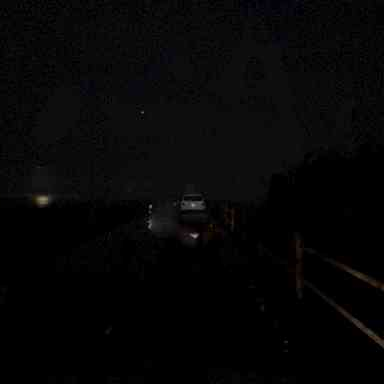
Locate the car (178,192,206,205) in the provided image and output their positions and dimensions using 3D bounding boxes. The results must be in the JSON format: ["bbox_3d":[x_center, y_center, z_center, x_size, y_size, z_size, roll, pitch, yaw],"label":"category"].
[{"bbox_3d":[0.110,1.193,31.328,2.150,2.045,5.566,0,0,0],"label":"car"}]

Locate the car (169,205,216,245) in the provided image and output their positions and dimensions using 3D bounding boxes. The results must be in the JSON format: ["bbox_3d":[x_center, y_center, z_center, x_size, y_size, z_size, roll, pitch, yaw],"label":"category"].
[{"bbox_3d":[0.090,1.517,15.269,1.812,1.442,4.674,0,0,0],"label":"car"}]

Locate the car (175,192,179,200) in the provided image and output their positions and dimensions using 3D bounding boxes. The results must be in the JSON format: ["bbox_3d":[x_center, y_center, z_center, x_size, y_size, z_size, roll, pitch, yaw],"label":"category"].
[{"bbox_3d":[-2.740,1.026,71.880,2.150,2.045,5.566,0,1,0],"label":"car"}]

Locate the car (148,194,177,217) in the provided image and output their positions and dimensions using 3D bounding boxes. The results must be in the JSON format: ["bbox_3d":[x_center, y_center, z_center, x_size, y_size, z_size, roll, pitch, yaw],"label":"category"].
[{"bbox_3d":[-2.843,1.324,30.995,2.097,1.767,4.553,0,0,0],"label":"car"}]
